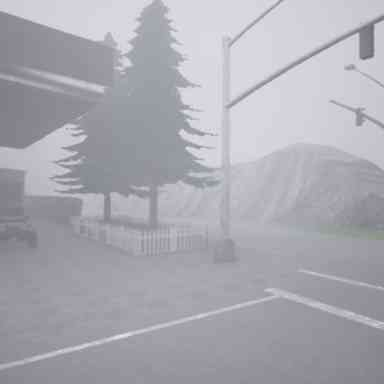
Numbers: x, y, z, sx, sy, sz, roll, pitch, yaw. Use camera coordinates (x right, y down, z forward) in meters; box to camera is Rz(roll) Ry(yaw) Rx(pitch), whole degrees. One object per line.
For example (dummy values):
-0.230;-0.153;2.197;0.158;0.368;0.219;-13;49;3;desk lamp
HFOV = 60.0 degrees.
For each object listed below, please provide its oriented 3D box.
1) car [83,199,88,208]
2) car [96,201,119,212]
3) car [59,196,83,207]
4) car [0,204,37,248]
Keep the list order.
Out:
-18.611;1.909;55.093;1.812;1.442;4.674;1;0;-35;car
-11.342;1.903;44.769;1.812;1.442;4.674;1;0;-35;car
-18.030;1.572;48.161;2.150;2.045;5.566;1;-1;-35;car
-8.517;1.532;15.420;1.905;1.878;3.866;1;0;-36;car
